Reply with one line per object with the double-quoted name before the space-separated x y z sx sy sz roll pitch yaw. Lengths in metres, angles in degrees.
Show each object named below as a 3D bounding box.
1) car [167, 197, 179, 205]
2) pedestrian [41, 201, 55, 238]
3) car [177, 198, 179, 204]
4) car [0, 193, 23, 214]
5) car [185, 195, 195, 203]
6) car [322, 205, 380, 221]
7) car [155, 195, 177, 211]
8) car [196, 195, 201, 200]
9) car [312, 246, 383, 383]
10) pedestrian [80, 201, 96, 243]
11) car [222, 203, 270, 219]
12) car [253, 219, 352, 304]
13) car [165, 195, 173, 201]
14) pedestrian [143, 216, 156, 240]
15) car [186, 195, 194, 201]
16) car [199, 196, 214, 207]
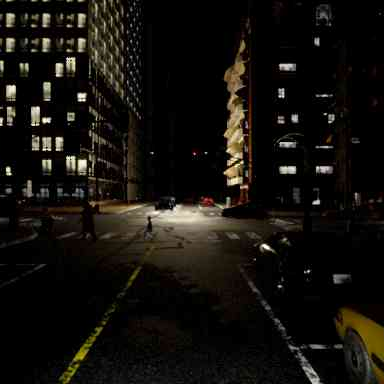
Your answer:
"car" -3.446 1.623 61.929 1.895 1.301 4.718 0 0 0
"pedestrian" -6.946 1.295 15.934 0.375 1.860 0.375 0 0 0
"car" -3.411 1.506 51.181 2.128 1.511 4.902 0 0 0
"car" -17.880 1.029 29.870 5.009 1.841 2.192 1 -1 -1
"car" -0.450 1.574 72.539 1.994 1.385 4.181 0 0 0
"car" 14.453 1.836 30.349 4.829 1.417 1.752 1 -1 -1
"car" -3.350 1.360 40.839 2.097 1.767 4.553 0 0 0
"car" 2.300 1.573 62.874 2.008 1.369 4.403 0 0 0
"car" 2.675 1.525 2.422 1.752 1.417 4.829 0 0 0
"pedestrian" -4.616 1.295 14.748 0.375 1.860 0.375 0 0 0
"car" 4.701 1.693 29.024 4.181 1.385 1.994 1 0 22
"car" 2.640 1.566 7.935 1.947 1.339 4.313 0 0 0
"car" -6.255 1.598 91.064 2.008 1.369 4.403 0 0 0
"pedestrian" -1.953 1.295 15.367 0.375 1.860 0.375 0 0 0
"car" -0.512 1.396 82.541 2.128 1.511 4.902 0 0 0
"car" 2.430 1.595 49.958 1.802 1.307 4.206 0 0 0
